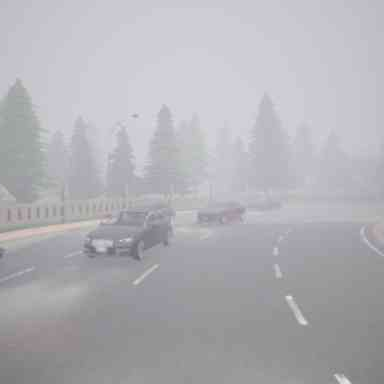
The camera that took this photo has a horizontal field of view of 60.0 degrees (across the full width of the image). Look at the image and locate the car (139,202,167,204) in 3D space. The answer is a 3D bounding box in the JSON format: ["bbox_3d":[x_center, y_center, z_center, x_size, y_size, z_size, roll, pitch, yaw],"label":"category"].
[{"bbox_3d":[-2.757,1.405,21.000,1.837,1.490,4.892,0,1,26],"label":"car"}]

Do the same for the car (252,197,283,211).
[{"bbox_3d":[7.926,1.246,35.731,4.674,1.442,1.812,-1,0,-41],"label":"car"}]

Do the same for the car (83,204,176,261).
[{"bbox_3d":[-2.112,1.440,12.332,2.128,1.511,4.902,0,0,14],"label":"car"}]

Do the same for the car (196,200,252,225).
[{"bbox_3d":[2.105,1.323,22.841,1.882,1.535,5.008,0,1,31],"label":"car"}]

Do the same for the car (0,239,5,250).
[{"bbox_3d":[-6.550,1.568,7.371,2.033,1.411,5.357,-1,0,5],"label":"car"}]

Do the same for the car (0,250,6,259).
[{"bbox_3d":[-3.336,1.546,2.100,1.812,1.442,4.674,-1,0,2],"label":"car"}]
